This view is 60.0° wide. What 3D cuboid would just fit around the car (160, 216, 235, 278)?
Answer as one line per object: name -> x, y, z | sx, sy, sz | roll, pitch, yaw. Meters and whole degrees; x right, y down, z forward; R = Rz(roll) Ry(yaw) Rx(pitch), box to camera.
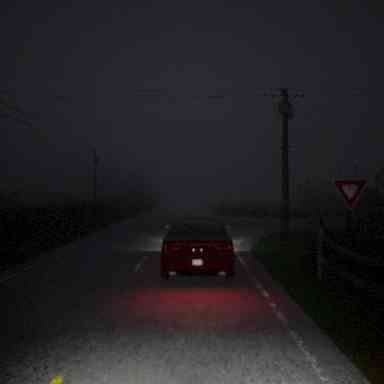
car -> 0.176, 1.454, 10.110 | 1.882, 1.535, 5.008 | 0, 0, 1
